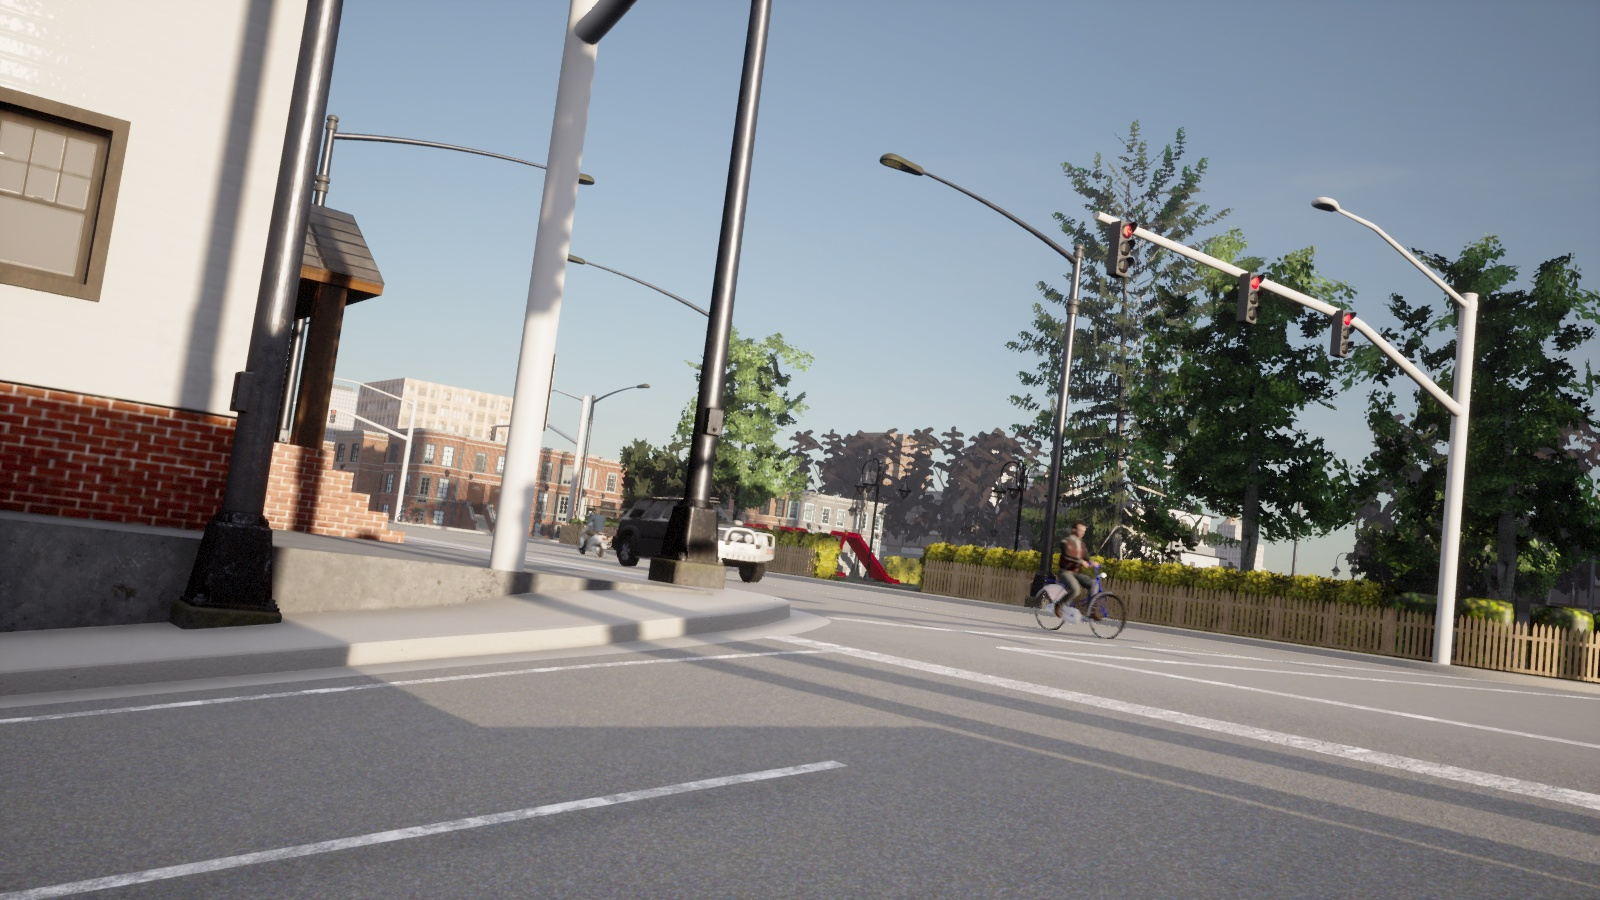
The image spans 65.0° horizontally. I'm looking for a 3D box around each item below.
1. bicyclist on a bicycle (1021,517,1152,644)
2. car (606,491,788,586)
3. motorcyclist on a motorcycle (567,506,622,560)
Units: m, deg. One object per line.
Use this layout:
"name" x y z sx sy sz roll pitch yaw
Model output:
"bicyclist on a bicycle" 4.424 1.989 19.473 0.659 1.776 1.843 10 -6 -35
"car" -2.491 2.002 29.220 1.932 1.855 4.605 10 -7 -35
"motorcyclist on a motorcycle" -6.754 2.716 41.164 0.866 1.590 1.817 10 -6 -35
